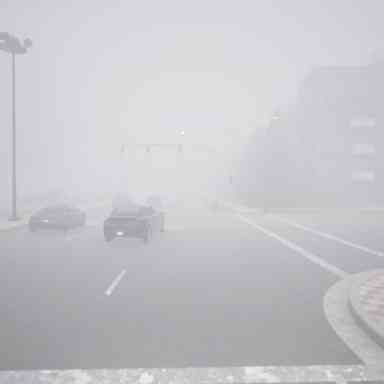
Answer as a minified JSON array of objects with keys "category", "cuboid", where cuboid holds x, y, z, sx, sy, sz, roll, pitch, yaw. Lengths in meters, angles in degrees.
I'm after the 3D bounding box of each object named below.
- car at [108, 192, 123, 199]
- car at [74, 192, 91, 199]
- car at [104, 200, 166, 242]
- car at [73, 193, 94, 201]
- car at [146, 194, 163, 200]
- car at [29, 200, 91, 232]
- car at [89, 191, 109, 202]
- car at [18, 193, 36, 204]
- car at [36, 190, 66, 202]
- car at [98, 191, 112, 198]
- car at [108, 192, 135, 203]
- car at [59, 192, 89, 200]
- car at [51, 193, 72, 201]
[{"category":"car","cuboid":[-16.447,0.751,71.581,2.128,1.511,4.902,0,1,0]},{"category":"car","cuboid":[-23.447,0.767,71.550,2.033,1.411,5.357,0,1,0]},{"category":"car","cuboid":[-2.510,1.337,15.475,1.837,1.490,4.892,0,1,8]},{"category":"car","cuboid":[-19.935,0.889,61.333,2.033,1.411,5.357,0,1,0]},{"category":"car","cuboid":[-4.668,1.031,41.488,1.882,1.535,5.008,0,1,-1]},{"category":"car","cuboid":[-7.304,1.365,18.462,1.994,1.385,4.181,0,1,-2]},{"category":"car","cuboid":[-16.459,0.879,58.438,1.837,1.490,4.892,0,0,0]},{"category":"car","cuboid":[-23.418,0.956,48.606,1.882,1.535,5.008,0,1,0]},{"category":"car","cuboid":[-19.925,0.705,48.176,2.150,2.045,5.566,0,1,0]},{"category":"car","cuboid":[-19.956,0.502,76.506,1.882,1.535,5.008,0,1,0]},{"category":"car","cuboid":[-8.124,0.926,39.610,2.097,1.767,4.553,0,1,-1]},{"category":"car","cuboid":[-16.423,1.101,46.569,1.895,1.301,4.718,0,1,0]},{"category":"car","cuboid":[-23.439,0.863,59.914,1.837,1.490,4.892,0,0,0]}]
